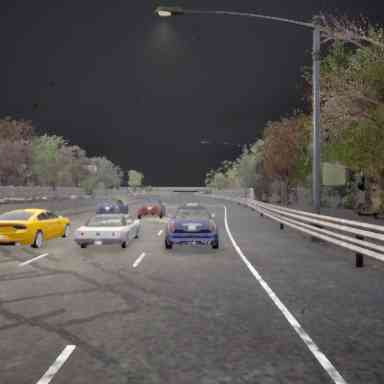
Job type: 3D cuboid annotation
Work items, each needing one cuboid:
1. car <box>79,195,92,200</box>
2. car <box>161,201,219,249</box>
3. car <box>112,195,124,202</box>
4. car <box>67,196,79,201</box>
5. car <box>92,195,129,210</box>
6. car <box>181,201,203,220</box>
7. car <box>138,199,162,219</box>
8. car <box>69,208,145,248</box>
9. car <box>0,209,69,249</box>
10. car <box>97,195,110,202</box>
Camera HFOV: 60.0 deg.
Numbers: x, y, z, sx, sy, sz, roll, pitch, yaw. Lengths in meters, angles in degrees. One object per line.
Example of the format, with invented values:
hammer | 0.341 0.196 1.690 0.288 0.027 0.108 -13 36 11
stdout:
car | -24.500 1.558 78.868 1.837 1.490 4.892 0 0 0
car | 0.000 1.366 14.621 2.097 1.767 4.553 0 0 0
car | -17.500 1.559 78.868 1.837 1.490 4.892 0 0 0
car | -28.000 1.583 78.868 1.812 1.442 4.674 0 0 0
car | -7.000 1.375 29.621 2.097 1.767 4.553 0 0 0
car | 0.000 1.542 29.651 1.812 1.442 4.674 0 0 0
car | -3.500 1.375 29.621 2.097 1.767 4.553 0 0 0
car | -3.500 1.616 14.681 1.895 1.301 4.718 0 0 0
car | -7.000 1.484 14.651 1.882 1.535 5.008 0 0 0
car | -21.000 1.559 78.869 1.837 1.490 4.892 0 0 0
